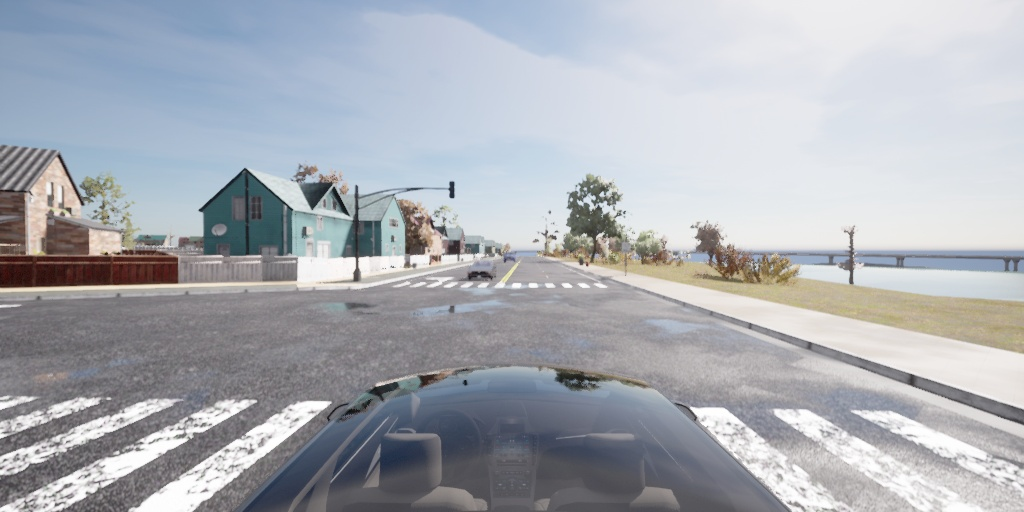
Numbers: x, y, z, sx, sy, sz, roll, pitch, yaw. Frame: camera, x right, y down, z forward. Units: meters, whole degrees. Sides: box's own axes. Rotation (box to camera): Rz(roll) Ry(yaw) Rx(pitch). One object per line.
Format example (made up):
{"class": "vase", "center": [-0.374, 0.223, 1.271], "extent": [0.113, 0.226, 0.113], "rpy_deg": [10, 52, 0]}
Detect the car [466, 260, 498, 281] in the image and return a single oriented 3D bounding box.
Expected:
{"class": "car", "center": [-2.121, 1.009, 26.944], "extent": [2.033, 1.411, 5.357], "rpy_deg": [0, 1, 2]}
